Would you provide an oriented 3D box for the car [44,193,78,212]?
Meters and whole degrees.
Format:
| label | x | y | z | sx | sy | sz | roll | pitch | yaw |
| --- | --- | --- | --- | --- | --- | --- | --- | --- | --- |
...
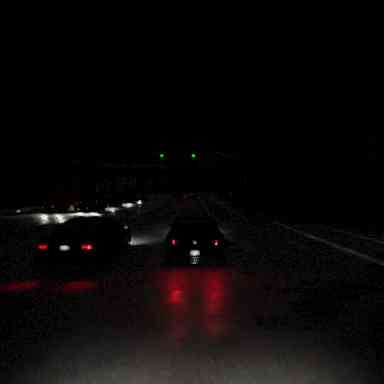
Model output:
| label | x | y | z | sx | sy | sz | roll | pitch | yaw |
| --- | --- | --- | --- | --- | --- | --- | --- | --- | --- |
| car | -14.104 | 1.095 | 36.455 | 2.150 | 2.045 | 5.566 | 0 | 1 | 0 |

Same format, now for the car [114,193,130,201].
| label | x | y | z | sx | sy | sz | roll | pitch | yaw |
| --- | --- | --- | --- | --- | --- | --- | --- | --- | --- |
| car | -14.025 | 0.930 | 66.909 | 2.033 | 1.411 | 5.357 | 0 | 1 | 0 |

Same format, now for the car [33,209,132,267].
| label | x | y | z | sx | sy | sz | roll | pitch | yaw |
| --- | --- | --- | --- | --- | --- | --- | --- | --- | --- |
| car | -3.406 | 1.538 | 11.390 | 2.033 | 1.411 | 5.357 | 0 | 0 | 0 |

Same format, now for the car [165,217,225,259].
| label | x | y | z | sx | sy | sz | roll | pitch | yaw |
| --- | --- | --- | --- | --- | --- | --- | --- | --- | --- |
| car | 0.094 | 1.587 | 12.513 | 1.895 | 1.301 | 4.718 | 0 | 0 | 0 |

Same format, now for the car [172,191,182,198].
| label | x | y | z | sx | sy | sz | roll | pitch | yaw |
| --- | --- | --- | --- | --- | --- | --- | --- | --- | --- |
| car | -3.529 | 0.534 | 77.170 | 2.097 | 1.767 | 4.553 | 0 | 1 | 0 |

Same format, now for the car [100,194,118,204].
| label | x | y | z | sx | sy | sz | roll | pitch | yaw |
| --- | --- | --- | --- | --- | --- | --- | --- | --- | --- |
| car | -14.021 | 1.116 | 56.536 | 1.812 | 1.442 | 4.674 | 0 | 1 | 0 |

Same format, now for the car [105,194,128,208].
| label | x | y | z | sx | sy | sz | roll | pitch | yaw |
| --- | --- | --- | --- | --- | --- | --- | --- | --- | --- |
| car | -10.562 | 1.322 | 44.877 | 2.033 | 1.411 | 5.357 | 0 | 1 | 0 |

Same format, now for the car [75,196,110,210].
| label | x | y | z | sx | sy | sz | roll | pitch | yaw |
| --- | --- | --- | --- | --- | --- | --- | --- | --- | --- |
| car | -10.598 | 1.442 | 35.732 | 1.994 | 1.385 | 4.181 | 0 | 1 | 0 |

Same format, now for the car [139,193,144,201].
| label | x | y | z | sx | sy | sz | roll | pitch | yaw |
| --- | --- | --- | --- | --- | --- | --- | --- | --- | --- |
| car | -10.524 | 0.962 | 64.453 | 1.812 | 1.442 | 4.674 | 0 | 1 | 0 |

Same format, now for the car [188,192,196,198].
| label | x | y | z | sx | sy | sz | roll | pitch | yaw |
| --- | --- | --- | --- | --- | --- | --- | --- | --- | --- |
| car | -0.029 | 0.707 | 77.012 | 2.128 | 1.511 | 4.902 | 0 | 1 | 0 |

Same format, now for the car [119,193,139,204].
| label | x | y | z | sx | sy | sz | roll | pitch | yaw |
| --- | --- | --- | --- | --- | --- | --- | --- | --- | --- |
| car | -10.520 | 1.191 | 54.527 | 1.994 | 1.385 | 4.181 | 0 | 1 | 0 |
